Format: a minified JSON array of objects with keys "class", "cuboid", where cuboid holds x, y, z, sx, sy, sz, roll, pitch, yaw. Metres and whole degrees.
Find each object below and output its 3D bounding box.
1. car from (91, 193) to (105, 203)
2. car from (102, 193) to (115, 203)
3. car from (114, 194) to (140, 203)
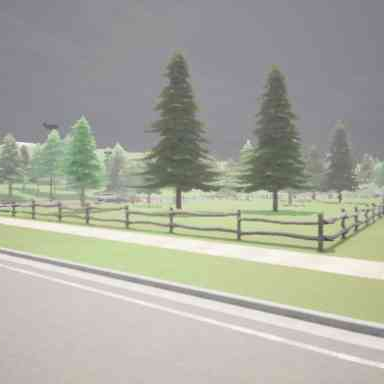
[{"class":"car","cuboid":[-18.337,1.202,69.538,2.150,2.045,5.566,0,0,35]},{"class":"car","cuboid":[-15.457,1.530,67.550,1.994,1.385,4.181,0,0,35]},{"class":"car","cuboid":[-12.442,1.457,65.763,1.882,1.535,5.008,0,0,35]}]
